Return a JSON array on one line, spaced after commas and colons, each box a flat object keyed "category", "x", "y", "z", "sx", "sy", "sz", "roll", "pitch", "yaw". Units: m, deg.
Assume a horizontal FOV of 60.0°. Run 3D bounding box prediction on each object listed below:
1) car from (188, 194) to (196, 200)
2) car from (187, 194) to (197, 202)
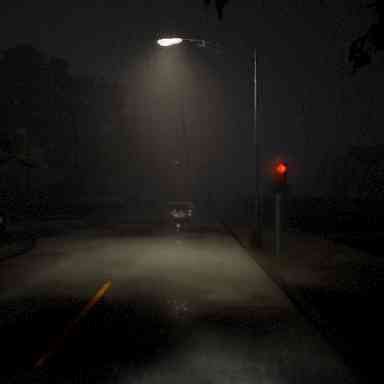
[{"category": "car", "x": -0.003, "y": 1.162, "z": 78.975, "sx": 1.895, "sy": 1.301, "sz": 4.718, "roll": 0, "pitch": 0, "yaw": 0}, {"category": "car", "x": -0.003, "y": 1.289, "z": 68.942, "sx": 1.812, "sy": 1.442, "sz": 4.674, "roll": 0, "pitch": 0, "yaw": 0}]
